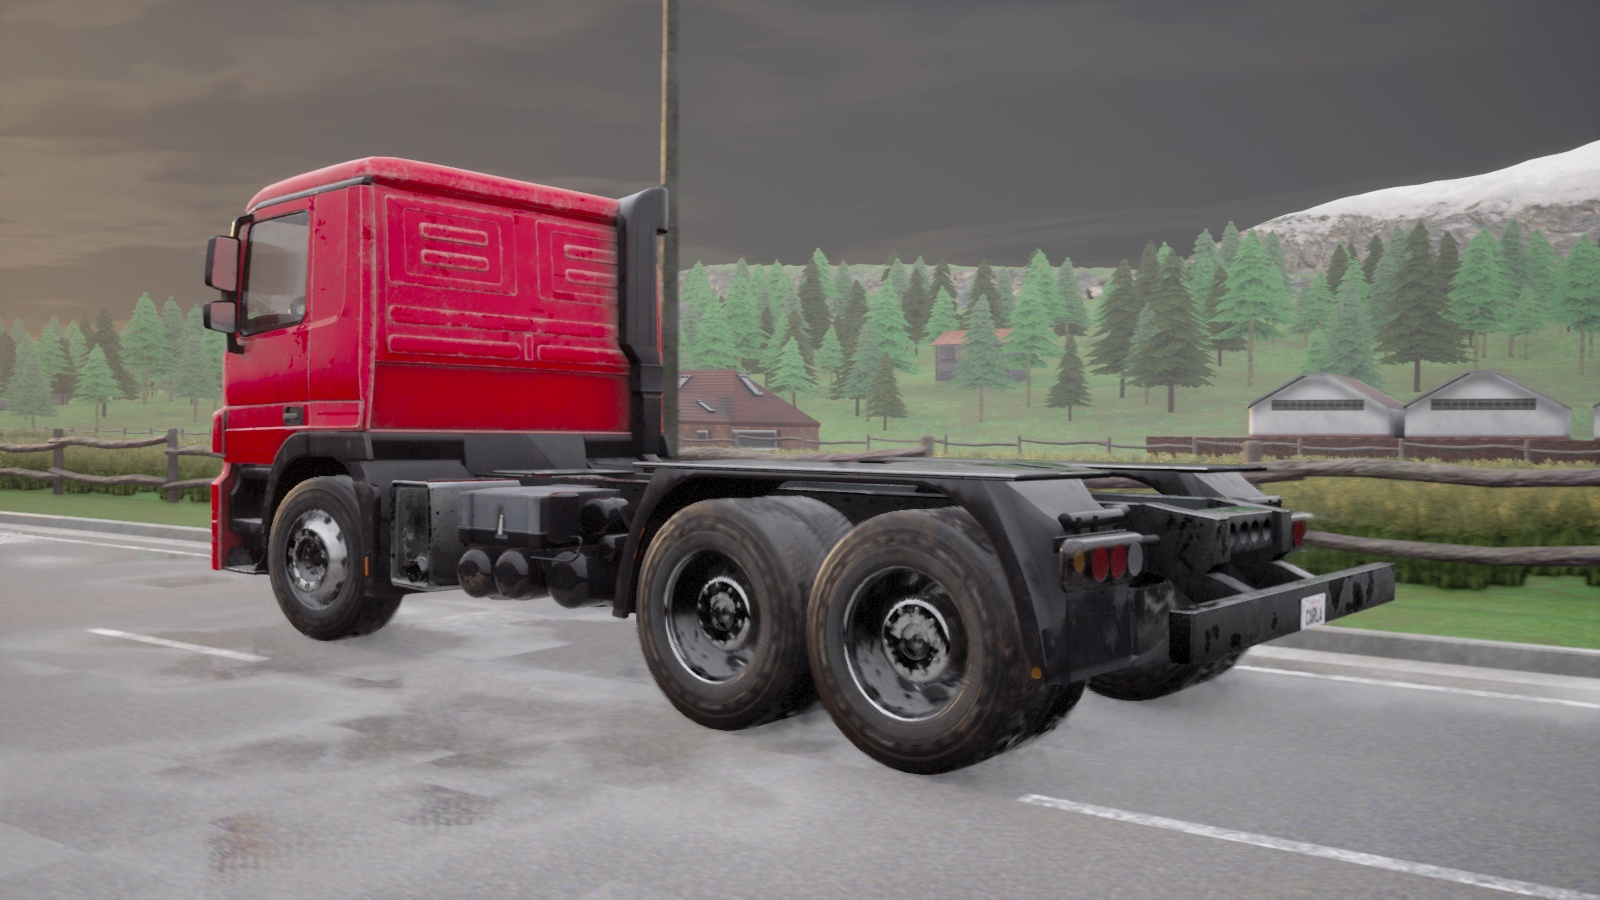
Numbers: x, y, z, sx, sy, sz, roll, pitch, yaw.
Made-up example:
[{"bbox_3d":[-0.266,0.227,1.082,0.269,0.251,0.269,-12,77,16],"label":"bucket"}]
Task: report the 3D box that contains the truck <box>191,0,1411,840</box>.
[{"bbox_3d":[-0.701,-0.356,8.178,7.936,3.462,2.891,0,1,40],"label":"truck"}]
